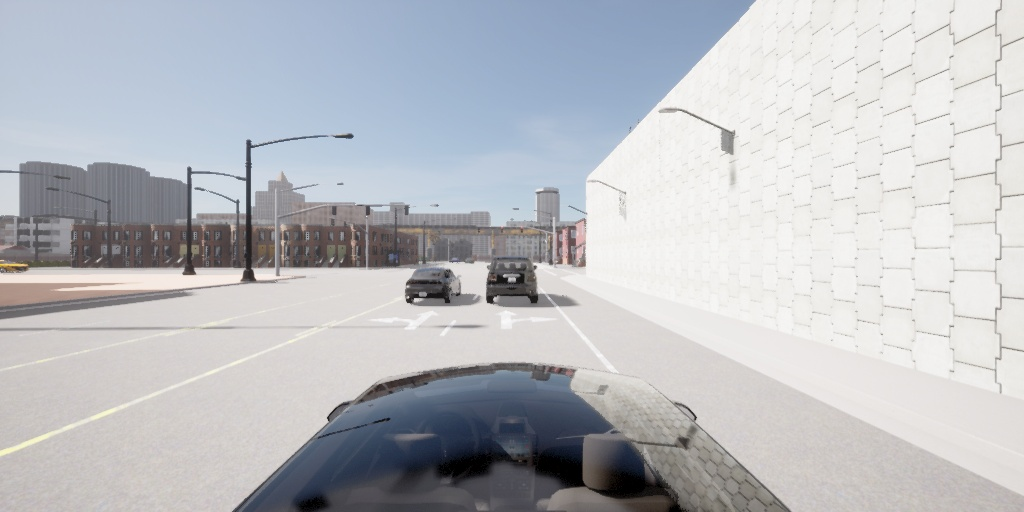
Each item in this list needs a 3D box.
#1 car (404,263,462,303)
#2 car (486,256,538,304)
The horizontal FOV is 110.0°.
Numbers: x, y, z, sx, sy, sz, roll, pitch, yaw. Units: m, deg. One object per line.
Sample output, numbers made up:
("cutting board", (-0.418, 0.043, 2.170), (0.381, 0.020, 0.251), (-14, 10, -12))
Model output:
("car", (-3.500, 1.265, 16.500), (1.837, 1.490, 4.892), (0, 0, 0))
("car", (0.000, 1.007, 16.530), (2.150, 2.045, 5.566), (0, 0, 0))
